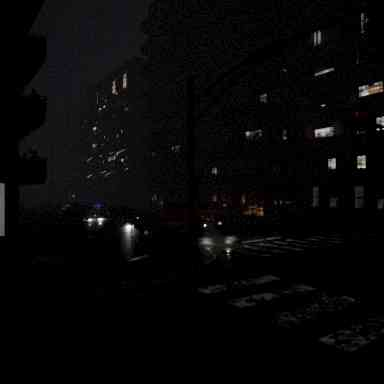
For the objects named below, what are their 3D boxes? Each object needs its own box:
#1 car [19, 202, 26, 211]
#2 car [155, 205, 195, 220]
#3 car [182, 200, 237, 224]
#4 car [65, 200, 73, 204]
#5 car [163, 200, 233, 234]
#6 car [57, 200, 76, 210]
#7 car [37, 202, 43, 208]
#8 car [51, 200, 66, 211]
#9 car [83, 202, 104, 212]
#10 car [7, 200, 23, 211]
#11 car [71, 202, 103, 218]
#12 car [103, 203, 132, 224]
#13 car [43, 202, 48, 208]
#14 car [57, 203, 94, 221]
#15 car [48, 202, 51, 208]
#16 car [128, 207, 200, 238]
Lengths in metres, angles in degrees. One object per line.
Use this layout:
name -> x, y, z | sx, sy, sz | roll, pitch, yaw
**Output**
car -> -31.832, 2.771, 61.336 | 1.887, 1.381, 4.507 | -1, 0, -36
car -> -1.848, 2.048, 34.177 | 1.887, 1.381, 4.507 | -1, 0, -36
car -> 1.468, 1.716, 29.591 | 2.192, 1.841, 5.009 | -1, 0, -36
car -> -17.494, 2.276, 51.437 | 2.097, 1.767, 4.553 | 0, -1, -36
car -> 0.015, 1.534, 21.803 | 2.150, 2.045, 5.566 | 0, -1, -36
car -> -25.113, 2.527, 66.281 | 2.192, 1.841, 5.009 | -1, 0, -36
car -> -35.075, 3.052, 80.041 | 1.887, 1.381, 4.507 | -1, 0, -36
car -> -22.667, 2.572, 58.577 | 2.128, 1.511, 4.902 | 0, -1, -36
car -> -16.360, 2.436, 55.052 | 1.882, 1.535, 5.008 | 0, -1, -36
car -> -35.159, 2.641, 65.922 | 2.192, 1.841, 5.009 | -1, 0, -36
car -> -12.194, 2.236, 38.686 | 2.033, 1.411, 5.357 | 0, -1, -36
car -> -6.045, 2.005, 30.181 | 1.837, 1.490, 4.892 | 0, -1, -36
car -> -31.752, 2.975, 75.454 | 1.947, 1.339, 4.313 | -1, 0, -36
car -> -11.895, 2.165, 33.816 | 1.887, 1.381, 4.507 | -1, 0, -36
car -> -28.436, 2.626, 70.868 | 2.192, 1.841, 5.009 | -1, 0, -36
car -> -1.827, 1.834, 19.919 | 1.752, 1.417, 4.829 | -1, 0, -36
